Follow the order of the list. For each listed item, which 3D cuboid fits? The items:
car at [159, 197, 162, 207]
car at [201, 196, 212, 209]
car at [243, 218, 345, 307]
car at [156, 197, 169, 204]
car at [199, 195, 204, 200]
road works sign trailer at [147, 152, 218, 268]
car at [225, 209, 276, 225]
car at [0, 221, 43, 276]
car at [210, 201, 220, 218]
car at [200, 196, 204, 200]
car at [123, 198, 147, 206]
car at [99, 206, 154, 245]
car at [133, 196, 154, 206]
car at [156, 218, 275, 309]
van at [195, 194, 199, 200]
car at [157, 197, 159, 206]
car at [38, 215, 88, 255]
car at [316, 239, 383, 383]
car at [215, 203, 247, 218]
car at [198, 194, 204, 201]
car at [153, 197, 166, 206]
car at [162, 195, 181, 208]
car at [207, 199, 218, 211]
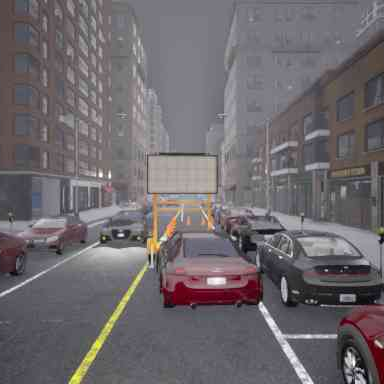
[{"bbox_3d":[-5.500,1.471,51.910,1.967,1.590,4.097,0,0,0],"label":"car"},{"bbox_3d":[2.549,1.574,40.897,2.008,1.369,4.403,0,0,0],"label":"car"},{"bbox_3d":[2.620,1.552,7.784,2.008,1.369,4.403,0,0,0],"label":"car"},{"bbox_3d":[-5.523,1.590,62.946,2.008,1.369,4.403,0,0,0],"label":"car"},{"bbox_3d":[2.525,1.613,51.934,1.802,1.307,4.206,0,0,0],"label":"car"},{"bbox_3d":[-0.340,0.467,11.394,2.380,3.560,2.880,0,0,-6],"label":"road works sign trailer"},{"bbox_3d":[2.608,1.569,13.302,1.947,1.339,4.313,0,0,0],"label":"car"},{"bbox_3d":[-5.405,1.583,7.763,1.802,1.307,4.206,0,0,0],"label":"car"},{"bbox_3d":[2.584,1.562,24.340,2.008,1.369,4.403,0,0,0],"label":"car"},{"bbox_3d":[2.537,1.578,46.415,2.008,1.369,4.403,0,0,0],"label":"car"},{"bbox_3d":[-5.448,1.540,29.668,1.752,1.417,4.829,0,0,0],"label":"car"},{"bbox_3d":[-2.884,1.569,15.508,1.994,1.385,4.181,0,0,0],"label":"car"},{"bbox_3d":[-5.464,1.334,35.354,2.192,1.841,5.009,0,0,0],"label":"car"},{"bbox_3d":[0.205,1.558,7.933,1.994,1.385,4.181,1,0,-7],"label":"car"},{"bbox_3d":[2.444,1.399,90.053,1.690,1.788,3.998,0,0,0],"label":"van"},{"bbox_3d":[-5.476,1.605,40.872,1.802,1.307,4.206,0,0,0],"label":"car"},{"bbox_3d":[-5.417,1.585,13.281,1.802,1.307,4.206,0,0,0],"label":"car"},{"bbox_3d":[2.632,1.440,2.265,1.967,1.590,4.097,0,0,0],"label":"car"},{"bbox_3d":[2.596,1.552,18.821,1.887,1.381,4.507,0,0,0],"label":"car"},{"bbox_3d":[2.514,1.476,57.453,1.967,1.590,4.097,0,0,0],"label":"car"},{"bbox_3d":[-5.511,1.561,57.257,1.752,1.417,4.829,0,0,0],"label":"car"},{"bbox_3d":[-2.855,1.577,49.182,2.033,1.411,5.357,0,0,0],"label":"car"},{"bbox_3d":[2.573,1.597,29.859,1.802,1.307,4.206,0,0,0],"label":"car"}]
